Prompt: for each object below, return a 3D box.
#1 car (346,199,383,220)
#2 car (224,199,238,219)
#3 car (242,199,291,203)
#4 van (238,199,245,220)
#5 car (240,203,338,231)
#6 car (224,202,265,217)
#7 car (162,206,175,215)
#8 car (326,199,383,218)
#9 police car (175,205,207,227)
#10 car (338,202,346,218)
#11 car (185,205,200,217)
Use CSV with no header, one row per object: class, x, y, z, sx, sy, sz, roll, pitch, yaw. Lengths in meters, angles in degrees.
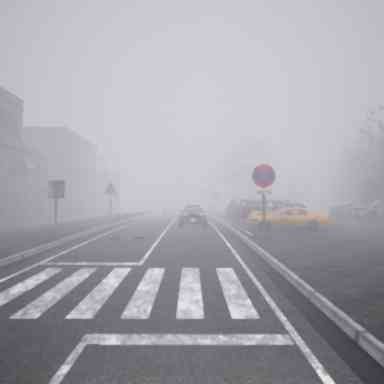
car,18.442,1.660,31.923,5.566,2.045,2.435,0,-2,-1
car,6.212,1.705,33.450,5.566,2.045,2.435,0,-2,-1
car,6.292,1.589,24.221,4.553,1.767,2.185,0,-1,0
van,6.354,1.562,27.260,4.442,1.987,1.878,0,-1,0
car,6.099,1.654,21.300,5.366,1.575,1.946,0,-1,0
car,6.141,2.026,39.396,4.553,1.767,2.185,0,-2,-1
car,-3.411,2.777,50.346,1.812,1.442,4.674,0,-3,0
car,18.375,1.836,37.382,5.566,2.045,2.435,0,-2,-1
police car,0.067,1.757,24.665,2.038,1.542,4.974,0,-1,0
car,18.430,2.000,34.706,4.892,1.521,2.231,0,-2,-1
car,0.013,2.366,41.968,1.812,1.442,4.674,0,-3,0
